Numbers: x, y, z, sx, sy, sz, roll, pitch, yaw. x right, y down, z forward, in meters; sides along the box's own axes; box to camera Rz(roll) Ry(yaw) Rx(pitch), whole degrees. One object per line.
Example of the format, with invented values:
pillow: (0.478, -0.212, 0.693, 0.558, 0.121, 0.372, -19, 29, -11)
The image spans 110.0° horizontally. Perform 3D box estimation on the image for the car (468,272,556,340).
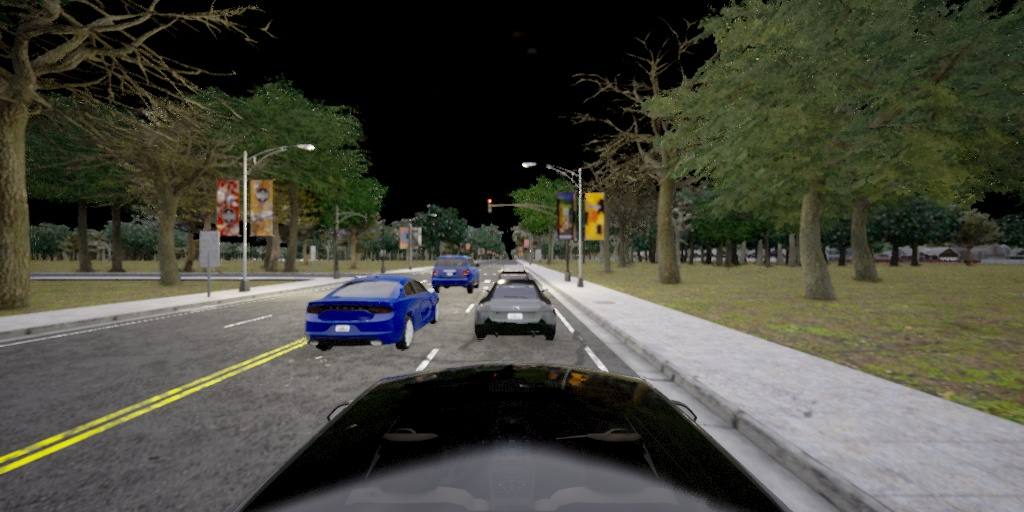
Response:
car: (0.095, 1.327, 10.059, 1.994, 1.385, 4.181, 0, 0, 1)

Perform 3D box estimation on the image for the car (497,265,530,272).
car: (0.096, 1.277, 22.538, 2.128, 1.511, 4.902, 0, 0, 0)

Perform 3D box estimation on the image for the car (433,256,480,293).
car: (-3.154, 1.005, 20.796, 2.150, 2.045, 5.566, 0, 0, 0)

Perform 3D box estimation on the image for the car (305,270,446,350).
car: (-3.148, 1.240, 9.122, 1.882, 1.535, 5.008, 0, -1, 0)
